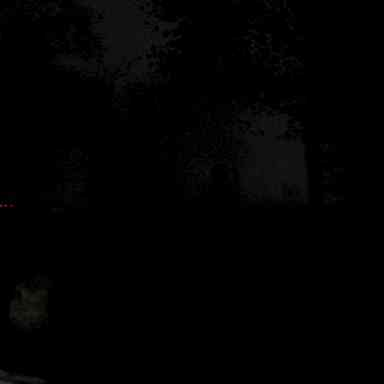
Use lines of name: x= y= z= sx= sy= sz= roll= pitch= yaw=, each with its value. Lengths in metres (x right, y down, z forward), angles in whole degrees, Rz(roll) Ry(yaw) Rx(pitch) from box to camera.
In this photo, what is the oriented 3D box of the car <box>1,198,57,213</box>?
car: x=-15.536 y=1.245 z=31.815 sx=2.033 sy=1.411 sz=5.357 roll=0 pitch=1 yaw=21
